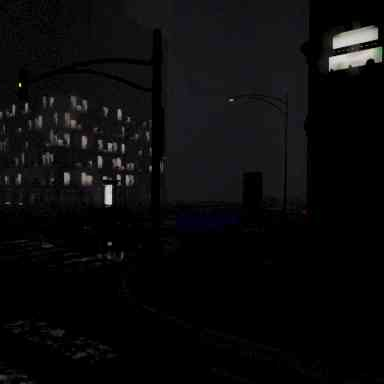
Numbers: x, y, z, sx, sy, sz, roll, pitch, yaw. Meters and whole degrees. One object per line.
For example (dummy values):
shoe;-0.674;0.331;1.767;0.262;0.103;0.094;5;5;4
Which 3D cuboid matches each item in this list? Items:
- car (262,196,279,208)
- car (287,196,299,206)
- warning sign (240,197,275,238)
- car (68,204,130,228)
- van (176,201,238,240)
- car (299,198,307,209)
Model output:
car;10.086;1.297;44.388;1.967;1.590;4.097;1;1;35
car;16.403;1.368;53.267;1.752;1.417;4.829;1;1;35
warning sign;3.159;1.178;16.095;1.300;1.860;1.060;1;1;35
car;-5.953;1.471;21.851;1.947;1.339;4.313;1;1;35
van;0.878;1.370;16.990;1.690;1.788;3.998;1;1;35
car;15.643;1.445;42.311;1.837;1.490;4.892;1;1;36
